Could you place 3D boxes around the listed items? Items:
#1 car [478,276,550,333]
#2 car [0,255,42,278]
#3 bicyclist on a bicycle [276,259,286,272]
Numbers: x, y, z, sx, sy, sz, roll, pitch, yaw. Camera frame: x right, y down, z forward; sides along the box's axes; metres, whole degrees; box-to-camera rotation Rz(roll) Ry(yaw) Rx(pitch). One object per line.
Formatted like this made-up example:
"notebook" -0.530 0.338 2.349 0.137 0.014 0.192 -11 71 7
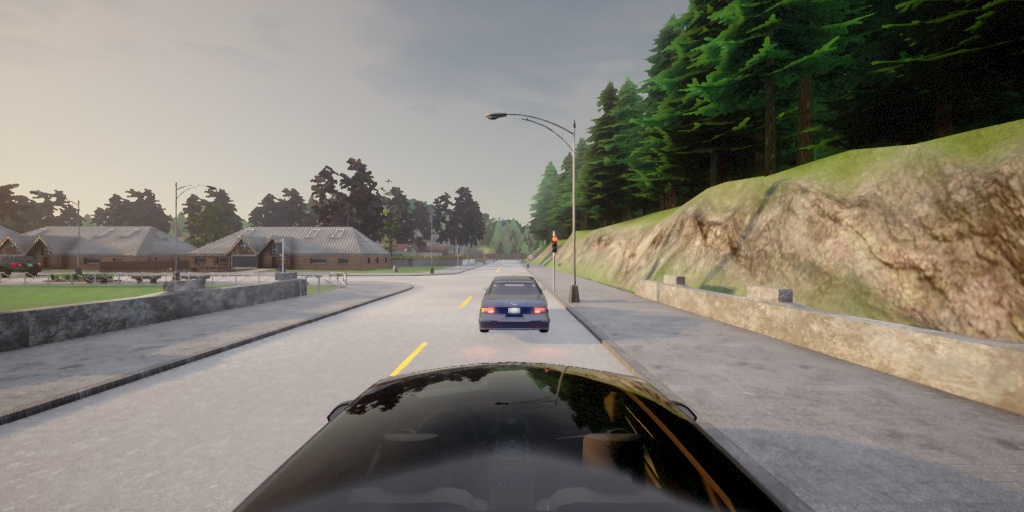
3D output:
"car" 0.064 1.297 10.749 2.033 1.411 5.357 0 0 0
"car" -47.370 0.971 33.288 5.566 2.045 2.150 0 0 1
"bicyclist on a bicycle" -24.157 1.099 37.533 0.582 1.620 1.656 0 0 0
